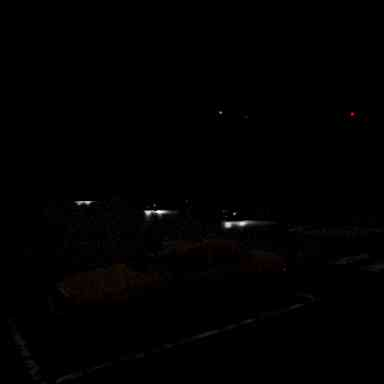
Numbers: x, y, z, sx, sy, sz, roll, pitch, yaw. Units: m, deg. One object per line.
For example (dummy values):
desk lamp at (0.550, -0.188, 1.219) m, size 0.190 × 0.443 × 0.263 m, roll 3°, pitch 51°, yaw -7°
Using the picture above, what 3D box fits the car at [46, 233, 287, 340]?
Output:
car at (-0.189, 1.530, 6.514) m, size 4.829 × 1.417 × 1.752 m, roll 0°, pitch 0°, yaw -35°

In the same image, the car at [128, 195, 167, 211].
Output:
car at (-4.647, 1.031, 32.765) m, size 1.994 × 1.385 × 4.181 m, roll 0°, pitch 1°, yaw -35°

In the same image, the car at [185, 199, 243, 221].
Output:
car at (1.701, 1.243, 23.890) m, size 1.994 × 1.385 × 4.181 m, roll 0°, pitch 1°, yaw -36°

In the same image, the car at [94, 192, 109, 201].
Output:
car at (-14.578, 0.632, 52.074) m, size 1.994 × 1.385 × 4.181 m, roll 0°, pitch 1°, yaw -35°

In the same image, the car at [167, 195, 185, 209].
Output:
car at (-2.203, 1.028, 34.839) m, size 1.994 × 1.385 × 4.181 m, roll 0°, pitch 1°, yaw -36°

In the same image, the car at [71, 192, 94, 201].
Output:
car at (-16.695, 0.643, 49.711) m, size 1.994 × 1.385 × 4.181 m, roll 0°, pitch 1°, yaw -35°
